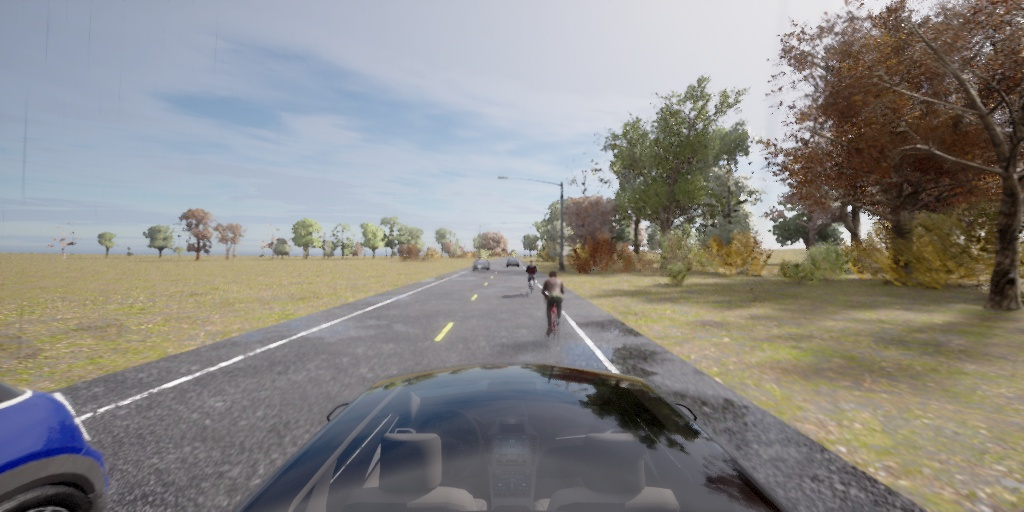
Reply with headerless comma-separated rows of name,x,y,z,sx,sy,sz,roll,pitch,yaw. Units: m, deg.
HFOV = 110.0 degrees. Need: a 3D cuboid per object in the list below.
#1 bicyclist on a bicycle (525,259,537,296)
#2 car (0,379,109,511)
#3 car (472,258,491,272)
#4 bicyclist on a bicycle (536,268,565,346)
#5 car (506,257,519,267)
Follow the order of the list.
bicyclist on a bicycle,0.970,1.035,17.700,0.659,1.776,1.843,0,1,0
car,-3.599,1.110,0.242,2.097,1.767,4.553,0,0,0
car,-3.567,1.023,42.384,2.128,1.511,4.902,0,0,0
bicyclist on a bicycle,0.966,1.167,8.314,0.582,1.620,1.656,0,0,0
car,0.125,1.016,57.185,1.994,1.385,4.181,0,0,0
